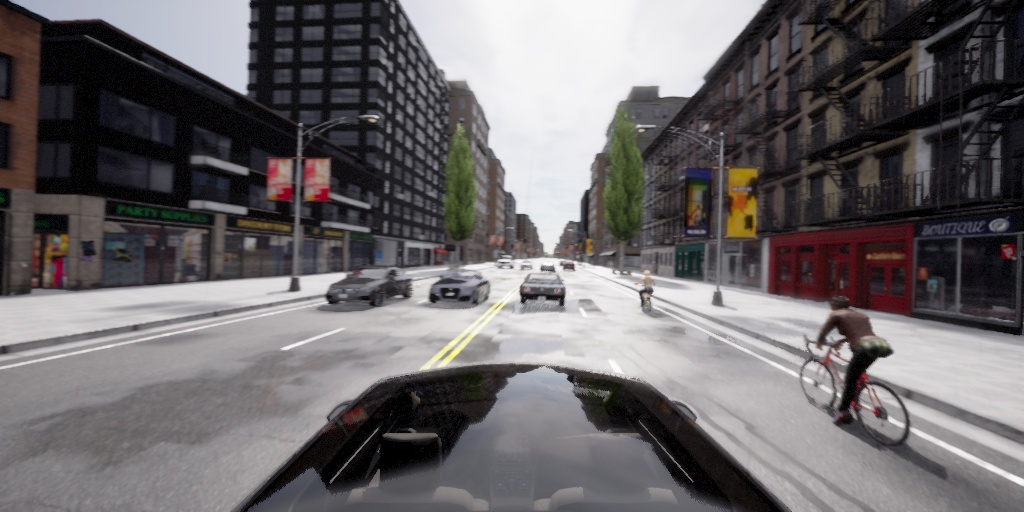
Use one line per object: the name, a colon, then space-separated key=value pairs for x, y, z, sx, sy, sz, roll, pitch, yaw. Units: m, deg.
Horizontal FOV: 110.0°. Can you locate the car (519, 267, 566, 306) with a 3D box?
car: x=1.437 y=1.407 z=16.456 sx=1.895 sy=1.301 sz=4.718 roll=2 pitch=0 yaw=6

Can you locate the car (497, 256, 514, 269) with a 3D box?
car: x=-0.975 y=0.973 z=56.653 sx=2.150 sy=2.045 sz=5.566 roll=2 pitch=0 yaw=7

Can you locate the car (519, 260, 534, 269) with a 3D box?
car: x=2.304 y=1.380 z=56.936 sx=1.812 sy=1.442 sz=4.674 roll=2 pitch=0 yaw=7

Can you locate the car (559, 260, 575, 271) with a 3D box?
car: x=9.006 y=1.538 z=57.101 sx=1.882 sy=1.535 sz=5.008 roll=2 pitch=0 yaw=6

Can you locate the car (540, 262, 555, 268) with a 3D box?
car: x=4.630 y=1.485 z=46.599 sx=1.994 sy=1.385 sz=4.181 roll=2 pitch=0 yaw=6

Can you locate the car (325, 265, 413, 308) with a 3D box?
car: x=-5.498 y=1.117 z=14.521 sx=1.812 sy=1.442 sz=4.674 roll=2 pitch=0 yaw=6

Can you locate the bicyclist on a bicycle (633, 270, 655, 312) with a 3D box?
bicyclist on a bicycle: x=5.294 y=1.360 z=14.192 sx=0.866 sy=1.612 sz=1.509 roll=2 pitch=0 yaw=6

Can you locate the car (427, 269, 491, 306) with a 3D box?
car: x=-2.129 y=1.260 z=15.509 sx=1.994 sy=1.385 sz=4.181 roll=2 pitch=0 yaw=6

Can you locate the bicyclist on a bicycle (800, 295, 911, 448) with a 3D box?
bicyclist on a bicycle: x=4.244 y=1.336 z=4.551 sx=0.582 sy=1.620 sz=1.656 roll=2 pitch=0 yaw=6
